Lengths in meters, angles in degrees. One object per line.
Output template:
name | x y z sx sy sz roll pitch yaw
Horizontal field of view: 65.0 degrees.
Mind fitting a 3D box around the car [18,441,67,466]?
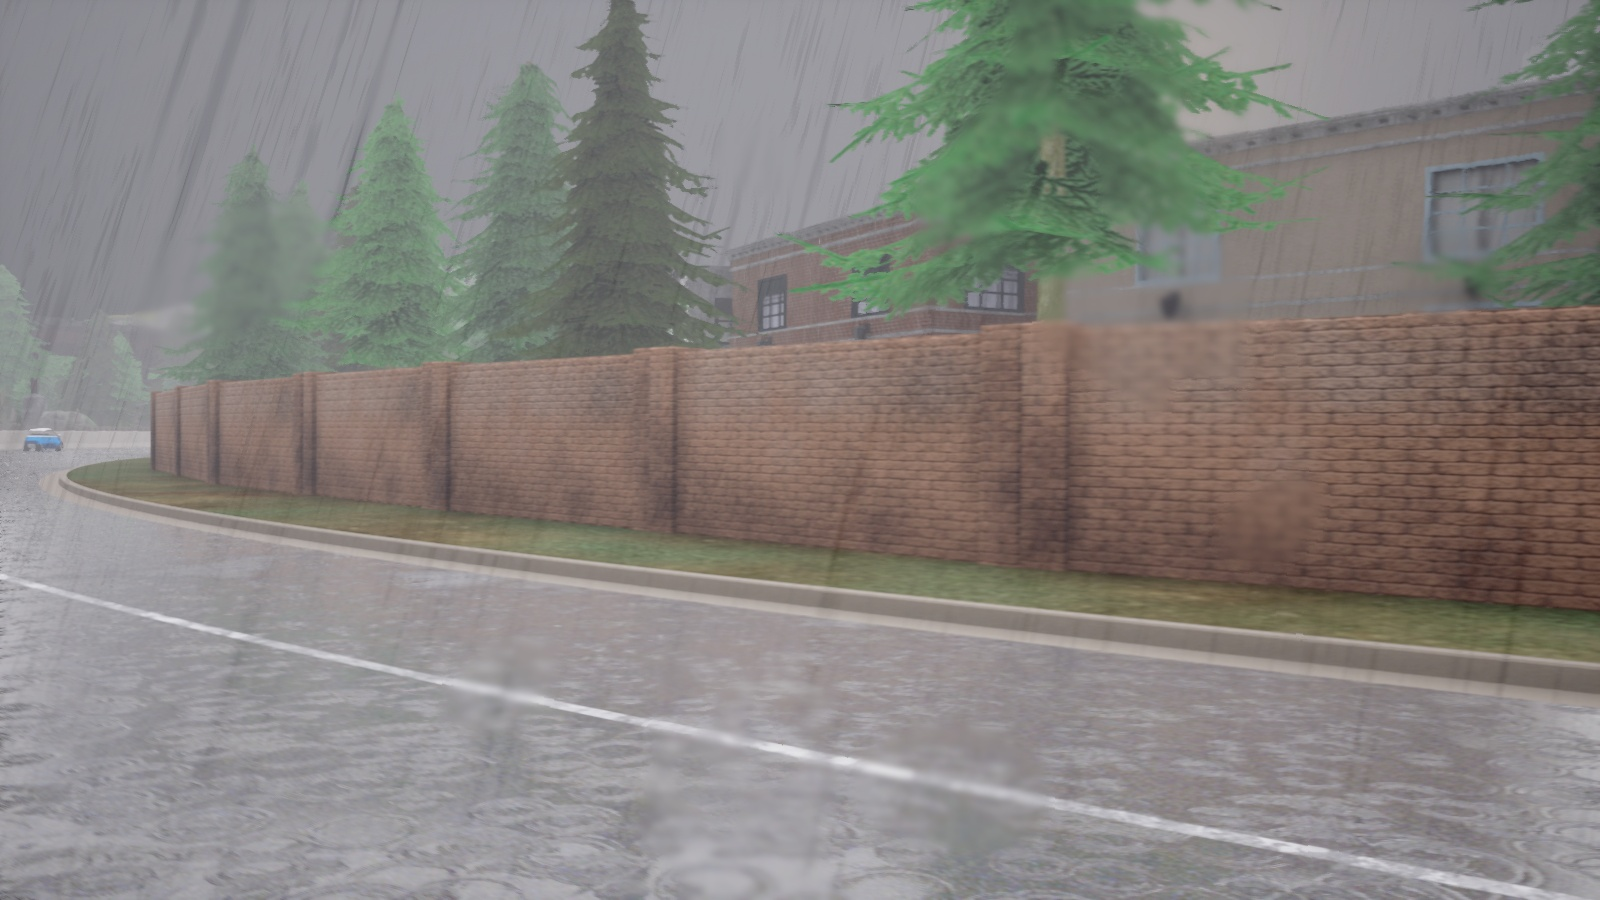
car | -43.972 0.199 72.928 1.481 1.376 2.207 -1 1 -2
